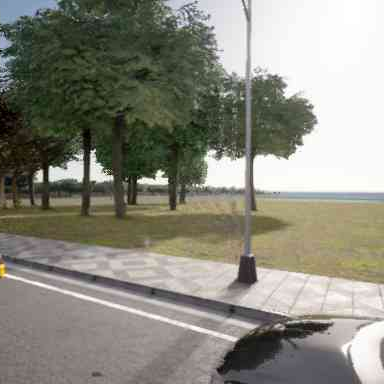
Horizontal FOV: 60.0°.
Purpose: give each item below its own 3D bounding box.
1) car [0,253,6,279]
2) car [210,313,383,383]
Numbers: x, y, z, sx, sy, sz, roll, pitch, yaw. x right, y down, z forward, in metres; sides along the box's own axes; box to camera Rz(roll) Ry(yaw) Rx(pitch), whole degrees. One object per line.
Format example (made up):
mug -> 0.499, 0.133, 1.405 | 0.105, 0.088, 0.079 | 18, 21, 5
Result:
car -> -6.756, 1.523, 8.391 | 5.366, 1.575, 1.801 | 0, 0, 36
car -> 2.351, 1.486, 1.885 | 4.902, 1.511, 2.128 | 0, 0, 36
